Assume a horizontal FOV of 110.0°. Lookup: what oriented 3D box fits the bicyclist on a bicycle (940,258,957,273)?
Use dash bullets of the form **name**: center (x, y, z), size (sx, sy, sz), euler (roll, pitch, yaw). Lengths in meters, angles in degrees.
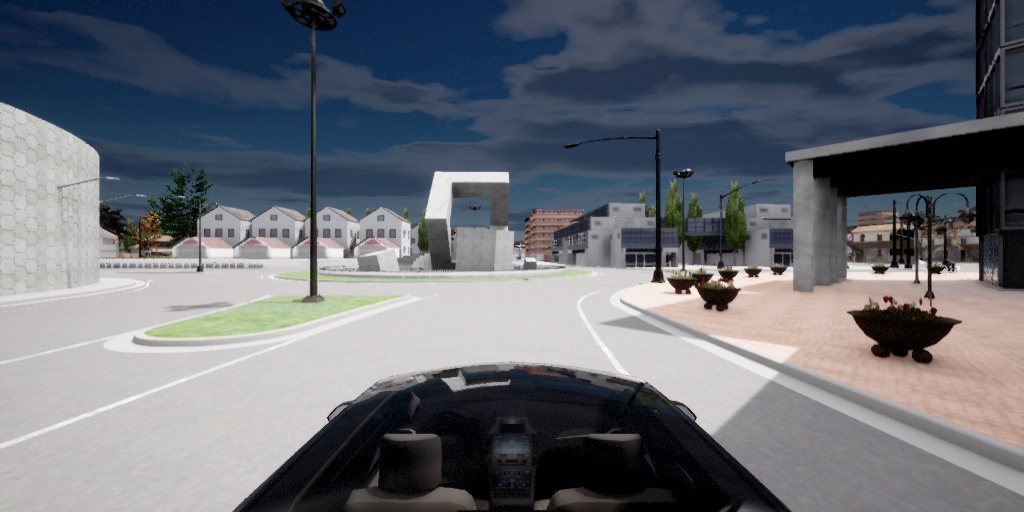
- **bicyclist on a bicycle**: center (46.238, 1.031, 38.062), size (0.582, 1.620, 1.656), euler (0, 0, -2)
